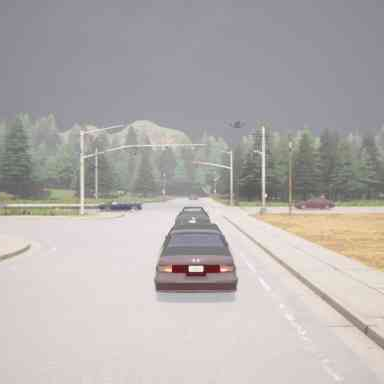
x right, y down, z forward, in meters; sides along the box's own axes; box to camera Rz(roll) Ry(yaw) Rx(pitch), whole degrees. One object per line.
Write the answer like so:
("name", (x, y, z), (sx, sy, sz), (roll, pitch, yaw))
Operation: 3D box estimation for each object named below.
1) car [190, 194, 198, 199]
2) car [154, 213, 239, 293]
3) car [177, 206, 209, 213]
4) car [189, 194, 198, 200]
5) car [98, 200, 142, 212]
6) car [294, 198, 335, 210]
("car", (0.704, 1.314, 93.836), (2.033, 1.411, 5.357), (0, 0, 2))
("car", (0.085, 1.535, 8.971), (2.033, 1.411, 5.357), (0, 0, 0))
("car", (0.066, 1.530, 19.578), (1.994, 1.385, 4.181), (0, 0, 1))
("car", (0.315, 1.407, 83.790), (1.994, 1.385, 4.181), (0, 0, 2))
("car", (-8.010, 1.590, 37.514), (4.718, 1.301, 1.895), (0, 0, -7))
("car", (14.763, 1.430, 40.209), (4.674, 1.442, 1.812), (0, 0, 1))
